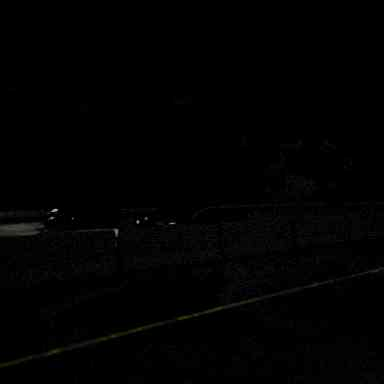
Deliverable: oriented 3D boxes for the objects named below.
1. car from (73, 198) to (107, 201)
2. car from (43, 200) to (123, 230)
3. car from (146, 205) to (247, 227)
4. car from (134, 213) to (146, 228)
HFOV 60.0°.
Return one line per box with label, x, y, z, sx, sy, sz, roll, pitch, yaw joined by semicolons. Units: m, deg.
car;-7.968;1.268;23.695;4.553;1.767;2.097;0;0;-33
car;-6.606;1.452;20.414;4.674;1.442;1.812;0;0;-33
car;0.536;1.405;16.659;4.902;1.511;2.128;0;0;-31
car;-1.304;1.470;19.631;4.181;1.385;1.994;0;0;-31
